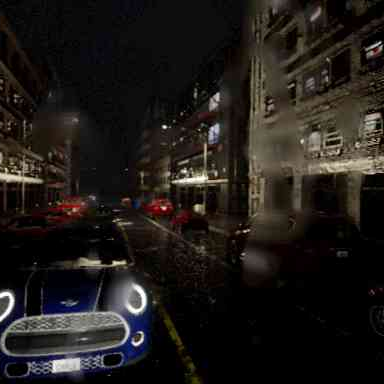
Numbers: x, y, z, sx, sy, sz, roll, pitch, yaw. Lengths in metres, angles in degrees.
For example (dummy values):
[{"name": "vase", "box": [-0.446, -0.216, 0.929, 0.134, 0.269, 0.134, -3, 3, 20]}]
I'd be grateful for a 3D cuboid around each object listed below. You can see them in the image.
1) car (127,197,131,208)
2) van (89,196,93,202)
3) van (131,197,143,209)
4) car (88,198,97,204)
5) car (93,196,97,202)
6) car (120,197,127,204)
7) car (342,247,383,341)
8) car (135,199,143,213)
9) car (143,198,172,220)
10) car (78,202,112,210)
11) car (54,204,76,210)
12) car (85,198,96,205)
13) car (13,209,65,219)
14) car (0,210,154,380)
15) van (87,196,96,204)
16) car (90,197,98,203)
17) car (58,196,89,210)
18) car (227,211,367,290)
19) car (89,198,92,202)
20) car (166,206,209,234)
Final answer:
[{"name": "car", "box": [-8.777, 1.735, 53.423, 2.192, 1.841, 5.009, 0, 0, -15]}, {"name": "van", "box": [-14.974, 1.595, 45.975, 1.690, 1.788, 3.998, 0, 0, -15]}, {"name": "van", "box": [-7.344, 1.725, 47.942, 1.690, 1.788, 3.998, 0, 0, -15]}, {"name": "car", "box": [-23.550, 2.032, 78.778, 1.947, 1.339, 4.313, 0, 0, -15]}, {"name": "car", "box": [-17.832, 1.765, 56.909, 1.967, 1.590, 4.097, 0, 0, -15]}, {"name": "car", "box": [-15.940, 2.037, 80.823, 1.967, 1.590, 4.097, 0, 0, -15]}, {"name": "car", "box": [4.116, 1.684, 4.100, 1.802, 1.307, 4.206, 0, 0, -15]}, {"name": "car", "box": [-5.912, 1.931, 42.461, 1.802, 1.307, 4.206, 0, 0, -15]}, {"name": "car", "box": [-3.046, 1.593, 31.502, 2.192, 1.841, 5.009, 0, 0, -15]}, {"name": "car", "box": [-5.507, 1.602, 19.957, 1.882, 1.535, 5.008, 1, -1, -14]}, {"name": "car", "box": [-7.828, 1.622, 18.637, 1.887, 1.381, 4.507, 0, 0, -15]}, {"name": "car", "box": [-20.691, 1.946, 67.844, 2.008, 1.369, 4.403, 0, 0, -15]}, {"name": "car", "box": [-6.398, 1.587, 13.169, 1.887, 1.381, 4.507, 0, 0, -15]}, {"name": "car", "box": [-1.946, 1.385, 5.954, 2.097, 1.767, 4.553, 1, -1, -14]}, {"name": "van", "box": [-22.120, 1.772, 73.313, 1.690, 1.788, 3.998, 0, 0, -15]}, {"name": "car", "box": [-26.366, 2.061, 89.549, 1.752, 1.417, 4.829, 0, 0, -15]}, {"name": "car", "box": [-10.686, 1.463, 29.573, 2.192, 1.841, 5.009, 0, 0, -15]}, {"name": "car", "box": [2.684, 1.452, 9.582, 2.192, 1.841, 5.009, 0, 0, -15]}, {"name": "car", "box": [-13.502, 1.743, 40.342, 1.752, 1.417, 4.829, 0, 0, -15]}, {"name": "car", "box": [-0.182, 1.789, 20.541, 1.802, 1.307, 4.206, 0, 0, -15]}]
